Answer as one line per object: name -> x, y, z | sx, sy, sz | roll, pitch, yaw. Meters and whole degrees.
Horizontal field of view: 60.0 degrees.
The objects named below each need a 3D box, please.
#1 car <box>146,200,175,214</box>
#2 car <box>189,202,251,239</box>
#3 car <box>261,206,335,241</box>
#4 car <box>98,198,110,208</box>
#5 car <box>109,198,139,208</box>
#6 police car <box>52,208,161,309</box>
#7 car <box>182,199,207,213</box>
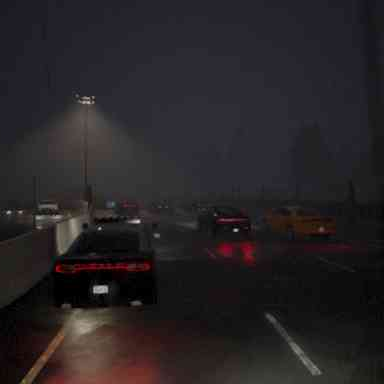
car -> -3.348, 1.520, 34.518 | 2.033, 1.411, 5.357 | 0, 0, -21
car -> 1.493, 1.478, 17.265 | 2.128, 1.511, 4.902 | 0, 0, -11
car -> 5.141, 1.464, 16.810 | 1.882, 1.535, 5.008 | 0, 0, -10
car -> -10.631, 1.515, 42.453 | 2.033, 1.411, 5.357 | 0, 0, -26
car -> -6.541, 1.466, 32.984 | 2.128, 1.511, 4.902 | 0, 0, -21
police car -> -1.804, 1.419, 8.111 | 1.930, 1.638, 5.238 | 0, 0, -6
car -> 0.436, 1.464, 34.160 | 2.128, 1.511, 4.902 | 0, 0, -19
